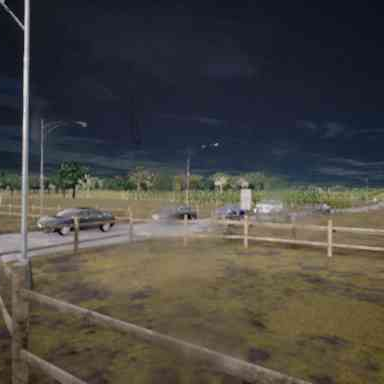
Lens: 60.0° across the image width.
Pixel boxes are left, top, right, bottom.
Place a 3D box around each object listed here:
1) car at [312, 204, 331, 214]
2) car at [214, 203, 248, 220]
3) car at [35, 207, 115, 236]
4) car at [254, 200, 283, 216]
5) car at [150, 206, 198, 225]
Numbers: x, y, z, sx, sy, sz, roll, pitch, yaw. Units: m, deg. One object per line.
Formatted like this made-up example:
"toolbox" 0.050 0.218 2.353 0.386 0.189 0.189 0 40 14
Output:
"car" 21.656 2.739 55.479 2.097 1.767 4.553 1 -1 35
"car" 4.198 1.978 35.759 2.097 1.767 4.553 1 -1 35
"car" -6.856 1.697 20.049 1.837 1.490 4.892 1 0 35
"car" 10.279 2.117 44.333 2.150 2.045 5.566 1 -1 36
"car" -1.436 1.887 27.756 2.128 1.511 4.902 1 -1 35
